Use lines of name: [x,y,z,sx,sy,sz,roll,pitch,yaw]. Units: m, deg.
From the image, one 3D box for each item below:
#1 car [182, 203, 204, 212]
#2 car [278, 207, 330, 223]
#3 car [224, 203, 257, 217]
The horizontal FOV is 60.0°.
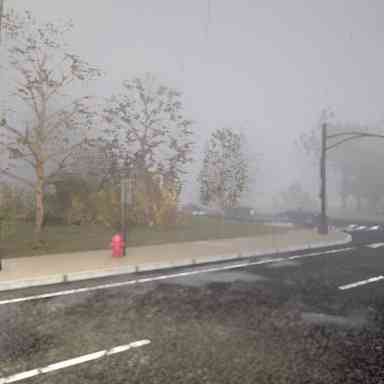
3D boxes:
car: [0.113,2.304,50.444,1.994,1.385,4.181,1,-1,-27]
car: [10.104,2.069,30.203,1.895,1.301,4.718,1,-1,-27]
car: [5.657,2.083,39.195,2.128,1.511,4.902,1,-1,-26]
